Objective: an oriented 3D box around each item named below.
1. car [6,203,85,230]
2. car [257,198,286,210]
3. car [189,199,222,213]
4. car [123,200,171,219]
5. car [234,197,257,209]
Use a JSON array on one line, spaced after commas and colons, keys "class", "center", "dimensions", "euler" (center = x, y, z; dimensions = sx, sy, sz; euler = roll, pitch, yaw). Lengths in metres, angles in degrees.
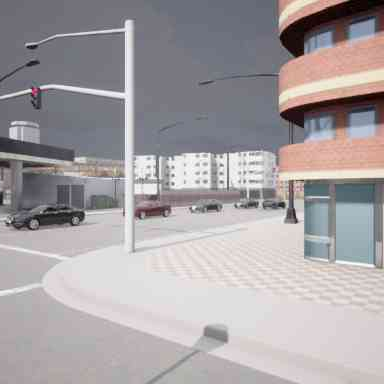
[{"class": "car", "center": [-9.163, 1.505, 21.211], "dimensions": [1.837, 1.490, 4.892], "euler": [0, 0, 34]}, {"class": "car", "center": [10.822, 1.491, 43.734], "dimensions": [2.128, 1.511, 4.902], "euler": [0, 0, 35]}, {"class": "car", "center": [1.581, 1.491, 36.838], "dimensions": [2.128, 1.511, 4.902], "euler": [0, 0, 35]}, {"class": "car", "center": [-3.838, 1.478, 28.991], "dimensions": [1.882, 1.535, 5.008], "euler": [0, 0, 34]}, {"class": "car", "center": [7.490, 1.491, 45.364], "dimensions": [2.128, 1.511, 4.902], "euler": [0, 0, 35]}]
